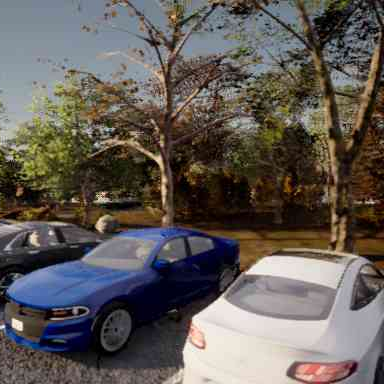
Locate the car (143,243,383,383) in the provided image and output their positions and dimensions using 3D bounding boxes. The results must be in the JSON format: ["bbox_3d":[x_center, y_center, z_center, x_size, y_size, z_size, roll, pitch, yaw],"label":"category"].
[{"bbox_3d":[1.711,1.520,4.592,2.002,1.452,4.674,0,0,36],"label":"car"}]

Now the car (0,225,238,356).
[{"bbox_3d":[-0.847,1.480,6.427,2.097,1.535,5.008,0,0,36],"label":"car"}]

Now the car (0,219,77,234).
[{"bbox_3d":[-3.519,1.481,8.319,2.231,1.521,4.892,0,0,35],"label":"car"}]

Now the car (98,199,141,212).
[{"bbox_3d":[-7.685,1.374,35.425,1.895,1.301,4.718,-3,-1,35],"label":"car"}]
